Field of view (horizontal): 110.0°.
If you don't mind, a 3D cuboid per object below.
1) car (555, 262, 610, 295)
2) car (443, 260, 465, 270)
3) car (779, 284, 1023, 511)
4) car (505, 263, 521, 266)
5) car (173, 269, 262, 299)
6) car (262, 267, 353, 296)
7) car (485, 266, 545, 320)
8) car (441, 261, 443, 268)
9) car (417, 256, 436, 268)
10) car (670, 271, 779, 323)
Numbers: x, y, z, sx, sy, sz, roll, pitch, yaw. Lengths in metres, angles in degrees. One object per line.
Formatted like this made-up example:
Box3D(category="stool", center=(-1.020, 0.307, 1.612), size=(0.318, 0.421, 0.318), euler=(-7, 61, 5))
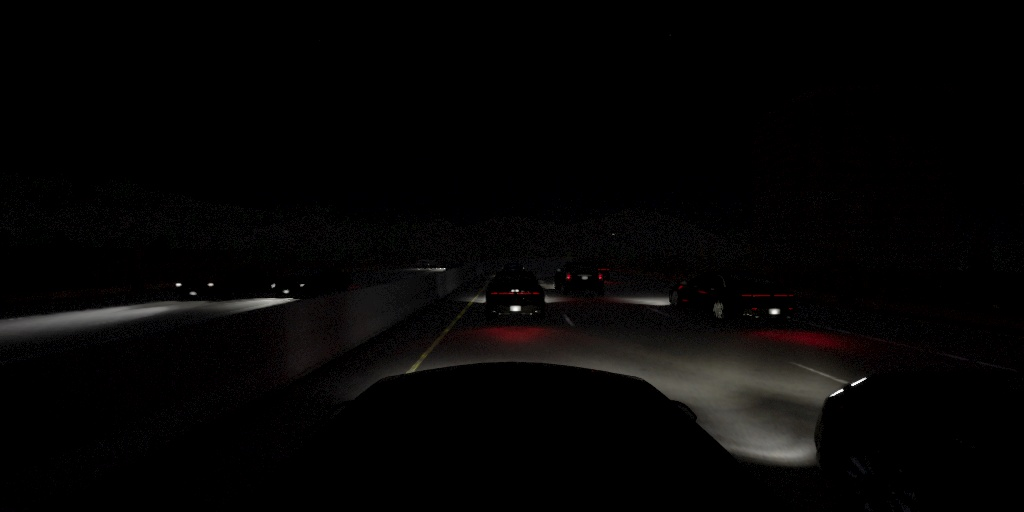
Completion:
Box3D(category="car", center=(3.603, 1.099, 19.819), size=(2.097, 1.767, 4.553), euler=(0, 0, 0))
Box3D(category="car", center=(-7.072, 1.307, 45.318), size=(1.994, 1.385, 4.181), euler=(0, 0, 0))
Box3D(category="car", center=(3.599, 1.102, 1.120), size=(2.097, 1.767, 4.553), euler=(0, 0, 0))
Box3D(category="car", center=(0.107, 1.292, 30.894), size=(2.033, 1.411, 5.357), euler=(0, 0, 0))
Box3D(category="car", center=(-14.096, 1.349, 18.067), size=(1.895, 1.301, 4.718), euler=(0, 0, 0))
Box3D(category="car", center=(-10.597, 1.295, 19.482), size=(2.033, 1.411, 5.357), euler=(0, 0, 0))
Box3D(category="car", center=(0.102, 1.253, 12.678), size=(1.837, 1.490, 4.892), euler=(0, 0, 0))
Box3D(category="car", center=(-10.533, 1.306, 59.638), size=(1.994, 1.385, 4.181), euler=(0, 0, 1))
Box3D(category="car", center=(-14.030, 0.948, 59.118), size=(2.150, 2.045, 5.566), euler=(0, 0, 1))
Box3D(category="car", center=(7.103, 1.253, 12.120), size=(1.837, 1.490, 4.892), euler=(0, 0, 0))
